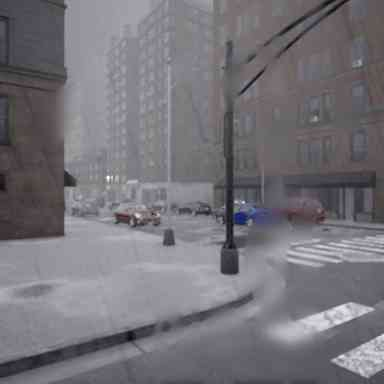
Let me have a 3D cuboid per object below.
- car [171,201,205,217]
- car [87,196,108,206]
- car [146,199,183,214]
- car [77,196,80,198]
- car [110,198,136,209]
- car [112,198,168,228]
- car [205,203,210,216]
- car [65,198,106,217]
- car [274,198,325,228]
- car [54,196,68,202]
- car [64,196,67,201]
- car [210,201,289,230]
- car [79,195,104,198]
[{"bbox_3d":[0.114,1.552,31.502,1.947,1.339,4.313,0,0,-35],"label":"car"},{"bbox_3d":[-15.515,1.460,54.244,1.837,1.490,4.892,0,0,-35],"label":"car"},{"bbox_3d":[-3.062,1.531,36.022,2.008,1.369,4.403,0,0,-35],"label":"car"},{"bbox_3d":[-19.549,1.300,59.928,2.097,1.767,4.553,0,0,-35],"label":"car"},{"bbox_3d":[-9.413,1.535,45.061,1.947,1.339,4.313,0,0,-35],"label":"car"},{"bbox_3d":[-3.672,1.431,22.060,1.967,1.590,4.097,0,0,-35],"label":"car"},{"bbox_3d":[3.290,1.573,26.983,1.802,1.307,4.206,0,0,-35],"label":"car"},{"bbox_3d":[-10.025,1.531,31.102,2.008,1.369,4.403,0,0,-35],"label":"car"},{"bbox_3d":[6.466,1.312,22.464,2.192,1.841,5.009,0,0,-35],"label":"car"},{"bbox_3d":[-28.468,1.481,72.178,2.008,1.369,4.403,0,0,-35],"label":"car"},{"bbox_3d":[-16.378,1.513,40.143,1.887,1.381,4.507,0,0,-35],"label":"car"},{"bbox_3d":[3.510,1.473,21.273,1.882,1.535,5.008,0,0,-31],"label":"car"},{"bbox_3d":[-13.800,1.490,46.440,1.812,1.442,4.674,0,0,-35],"label":"car"}]
